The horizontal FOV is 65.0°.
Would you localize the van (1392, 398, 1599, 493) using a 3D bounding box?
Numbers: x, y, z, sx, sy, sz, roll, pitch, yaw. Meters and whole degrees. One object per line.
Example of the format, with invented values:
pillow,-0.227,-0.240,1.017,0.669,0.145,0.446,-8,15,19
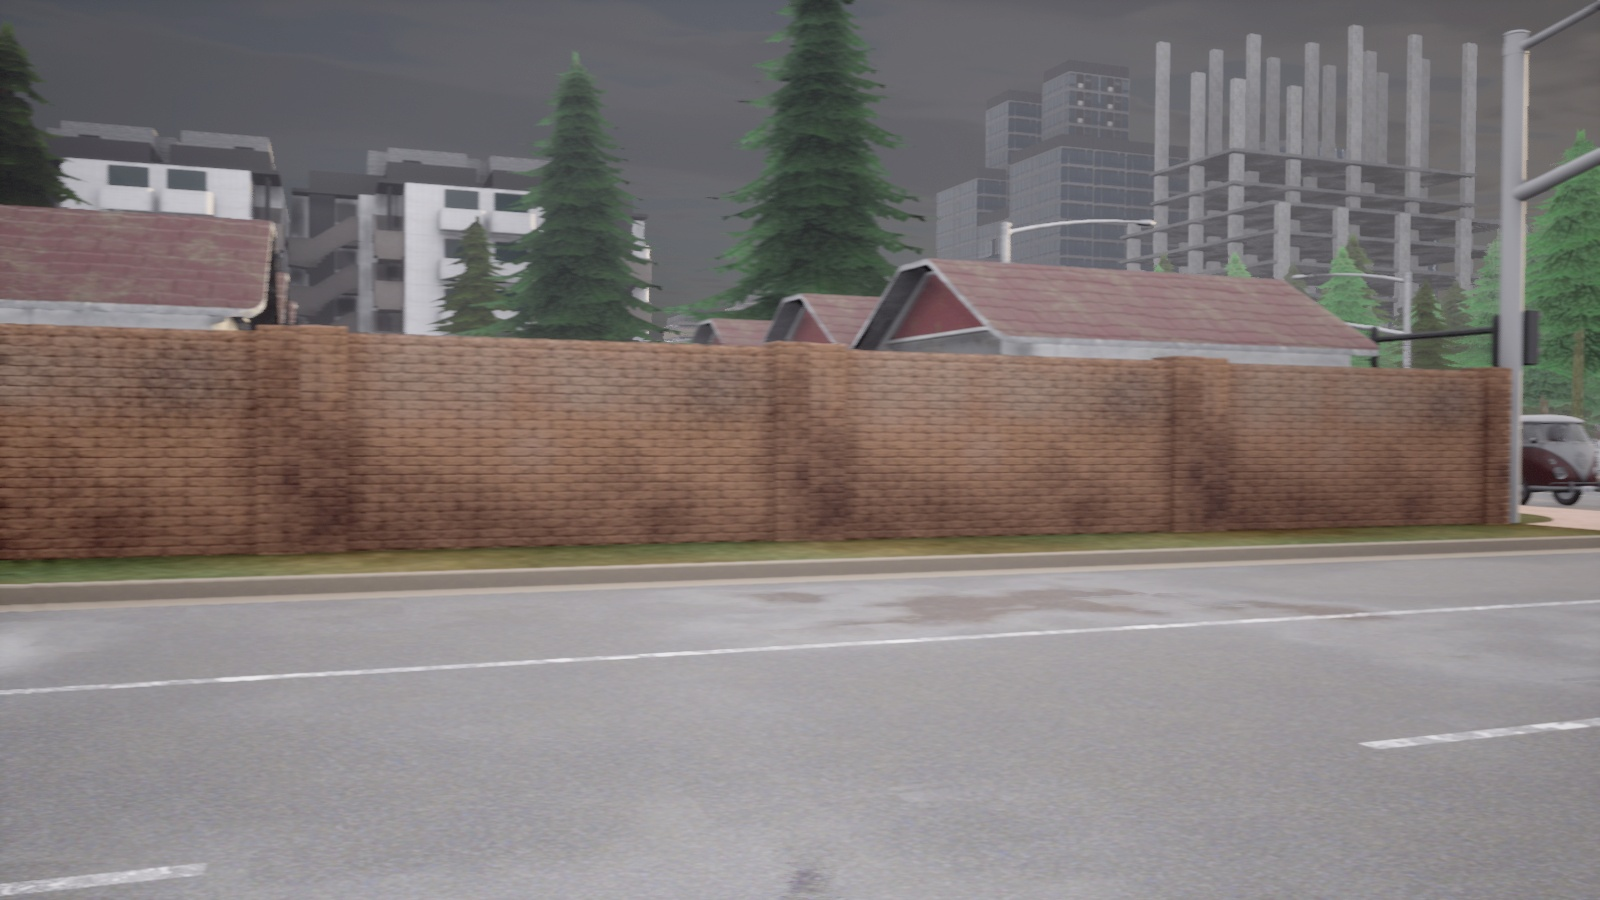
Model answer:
van,15.949,-0.141,28.676,1.775,1.987,4.442,-1,1,-19
